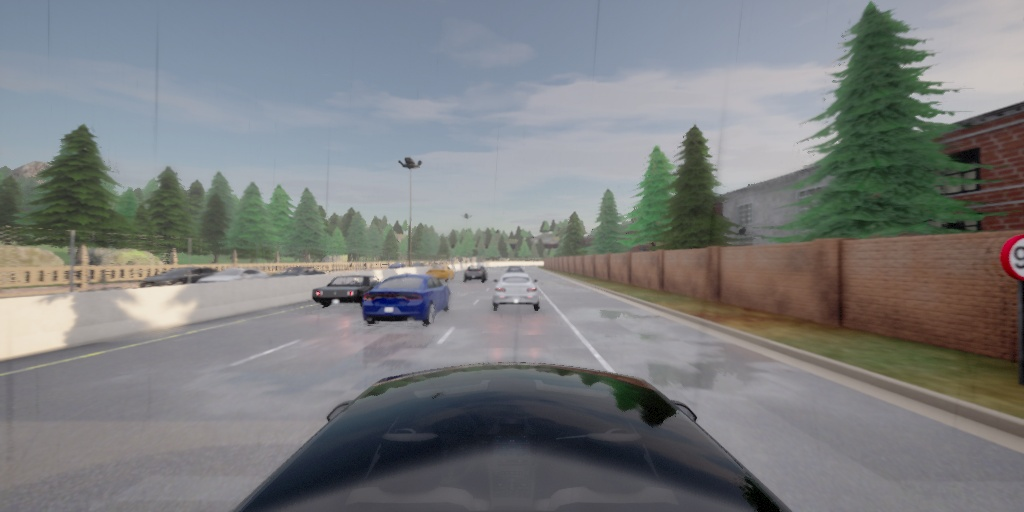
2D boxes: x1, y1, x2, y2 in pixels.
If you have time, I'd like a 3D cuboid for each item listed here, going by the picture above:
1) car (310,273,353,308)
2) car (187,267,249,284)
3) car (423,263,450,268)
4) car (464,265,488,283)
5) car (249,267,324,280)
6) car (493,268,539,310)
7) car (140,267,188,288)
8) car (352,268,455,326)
[{"bbox_3d":[-6.830,1.505,16.150,1.895,1.301,4.718,0,-1,0],"label":"car"},{"bbox_3d":[-17.490,1.490,22.832,1.812,1.442,4.674,0,-1,0],"label":"car"},{"bbox_3d":[-6.723,1.589,34.298,1.882,1.535,5.008,0,-1,0],"label":"car"},{"bbox_3d":[-3.232,1.590,32.713,2.128,1.511,4.902,0,-1,0],"label":"car"},{"bbox_3d":[-13.987,1.465,23.224,2.128,1.511,4.902,0,-1,0],"label":"car"},{"bbox_3d":[0.158,1.433,15.548,1.812,1.442,4.674,0,-1,0],"label":"car"},{"bbox_3d":[-20.987,1.468,23.176,1.837,1.490,4.892,0,-1,0],"label":"car"},{"bbox_3d":[-3.350,1.343,12.287,1.882,1.535,5.008,0,-1,0],"label":"car"}]
